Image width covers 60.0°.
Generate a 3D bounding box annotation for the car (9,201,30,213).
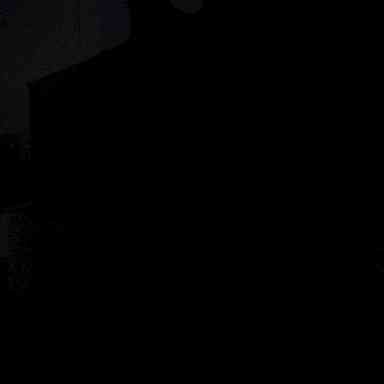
[{"bbox_3d":[-18.854,1.740,39.184,1.752,1.417,4.829,-1,0,35],"label":"car"}]
